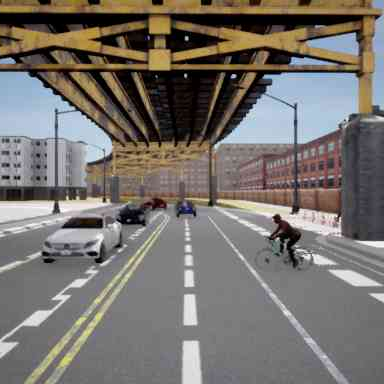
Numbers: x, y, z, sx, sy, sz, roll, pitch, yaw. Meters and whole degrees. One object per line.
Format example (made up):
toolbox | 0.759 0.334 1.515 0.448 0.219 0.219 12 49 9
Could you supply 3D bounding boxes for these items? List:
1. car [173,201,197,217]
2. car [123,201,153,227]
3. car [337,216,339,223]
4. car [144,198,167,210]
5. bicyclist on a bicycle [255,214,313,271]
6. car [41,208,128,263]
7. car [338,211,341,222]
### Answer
car | -0.721 1.546 31.693 2.033 1.411 5.357 0 0 -7
car | -3.965 1.562 22.492 1.994 1.385 4.181 0 0 -2
car | 12.025 1.452 21.278 4.974 1.542 2.038 0 0 29
car | -4.925 1.477 42.686 1.882 1.535 5.008 0 0 -30
bicyclist on a bicycle | 2.593 1.451 9.427 1.656 1.620 0.582 -2 0 -1
car | -3.738 1.526 12.107 1.812 1.442 4.674 0 0 -1
car | 12.070 1.295 21.253 4.536 1.218 1.853 0 0 29
